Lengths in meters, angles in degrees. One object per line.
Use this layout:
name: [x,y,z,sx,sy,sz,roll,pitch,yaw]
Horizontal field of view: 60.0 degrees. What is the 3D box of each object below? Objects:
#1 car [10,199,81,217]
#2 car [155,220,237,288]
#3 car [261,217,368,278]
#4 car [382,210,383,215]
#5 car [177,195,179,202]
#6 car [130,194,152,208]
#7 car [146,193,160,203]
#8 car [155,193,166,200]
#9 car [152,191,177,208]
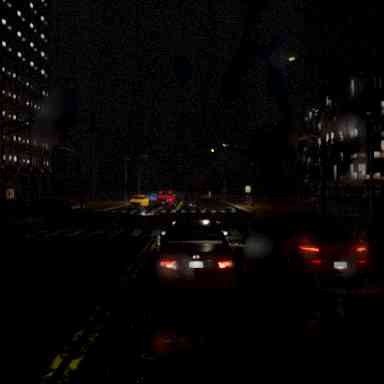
car: [-11.937,1.299,27.358,5.357,1.411,2.033,0,1,5]
car: [0.075,1.485,9.164,2.033,1.411,5.357,0,0,0]
car: [3.323,1.459,9.752,1.812,1.442,4.674,0,0,0]
car: [17.910,1.451,27.037,4.181,1.385,1.994,0,1,1]
car: [-3.455,1.024,62.006,2.128,1.511,4.902,0,0,0]
car: [-6.706,1.172,42.586,1.882,1.535,5.008,0,1,0]
car: [-6.723,1.045,57.697,1.882,1.535,5.008,0,0,0]
car: [-6.878,0.909,72.997,1.882,1.535,5.008,0,1,-2]
car: [-3.455,0.912,42.800,2.150,2.045,5.566,0,1,0]
